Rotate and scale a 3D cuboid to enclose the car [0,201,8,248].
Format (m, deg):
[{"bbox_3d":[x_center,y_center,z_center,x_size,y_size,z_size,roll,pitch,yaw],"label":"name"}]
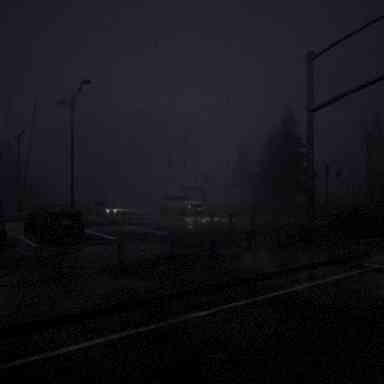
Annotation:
[{"bbox_3d":[-8.901,1.331,13.414,2.152,1.636,5.027,0,0,-36],"label":"car"}]

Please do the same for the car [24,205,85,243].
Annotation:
[{"bbox_3d":[-6.392,1.340,15.297,2.007,1.523,4.514,0,0,-36],"label":"car"}]

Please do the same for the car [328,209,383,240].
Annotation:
[{"bbox_3d":[9.237,1.564,17.230,1.994,1.385,4.181,0,0,-31],"label":"car"}]

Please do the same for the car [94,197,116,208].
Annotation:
[{"bbox_3d":[-12.415,1.504,47.315,2.128,1.511,4.902,0,0,-36],"label":"car"}]

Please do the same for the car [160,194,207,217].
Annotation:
[{"bbox_3d":[-0.964,1.221,31.675,2.150,2.045,5.566,0,0,-36],"label":"car"}]
